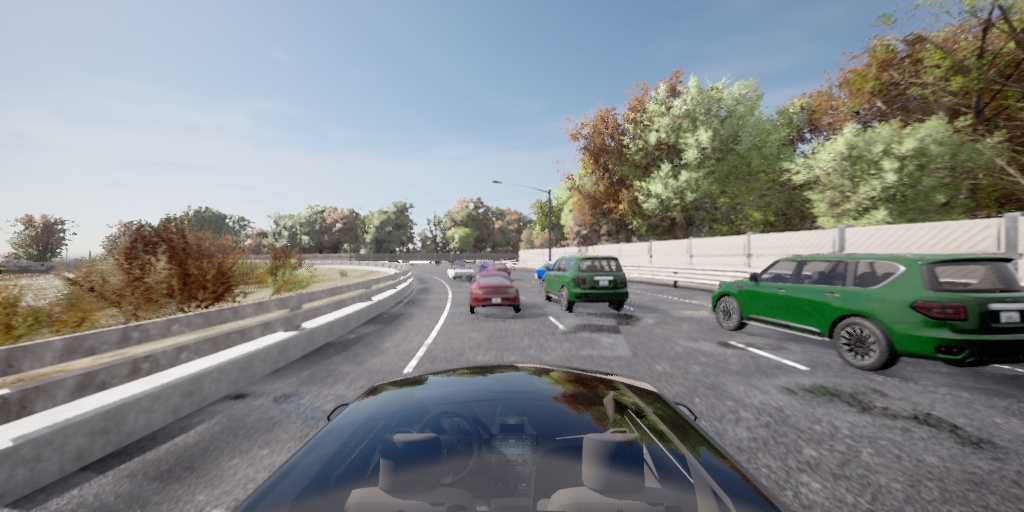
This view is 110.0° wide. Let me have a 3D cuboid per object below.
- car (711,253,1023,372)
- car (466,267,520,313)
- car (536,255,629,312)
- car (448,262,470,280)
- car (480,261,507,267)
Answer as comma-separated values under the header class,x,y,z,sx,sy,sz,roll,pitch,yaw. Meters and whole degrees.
class,x,y,z,sx,sy,sz,roll,pitch,yaw
car,6.874,0.955,7.793,2.150,2.045,5.566,0,0,-5
car,-0.801,1.320,14.192,1.812,1.442,4.674,0,0,-7
car,2.711,0.997,14.567,2.150,2.045,5.566,0,0,-7
car,-4.655,1.475,32.297,1.895,1.301,4.718,0,0,-17
car,-1.410,1.386,33.544,1.812,1.442,4.674,0,0,-17
